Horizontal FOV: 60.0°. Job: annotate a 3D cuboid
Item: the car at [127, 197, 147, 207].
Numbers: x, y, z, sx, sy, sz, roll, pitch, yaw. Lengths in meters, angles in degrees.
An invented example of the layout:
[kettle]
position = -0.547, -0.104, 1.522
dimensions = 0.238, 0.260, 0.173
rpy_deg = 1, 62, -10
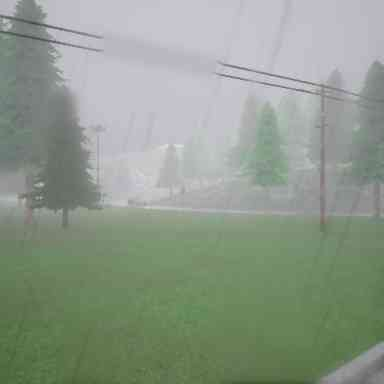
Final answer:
[car]
position = -8.671, 1.557, 52.103
dimensions = 1.837, 1.490, 4.892
rpy_deg = 0, 0, -30
